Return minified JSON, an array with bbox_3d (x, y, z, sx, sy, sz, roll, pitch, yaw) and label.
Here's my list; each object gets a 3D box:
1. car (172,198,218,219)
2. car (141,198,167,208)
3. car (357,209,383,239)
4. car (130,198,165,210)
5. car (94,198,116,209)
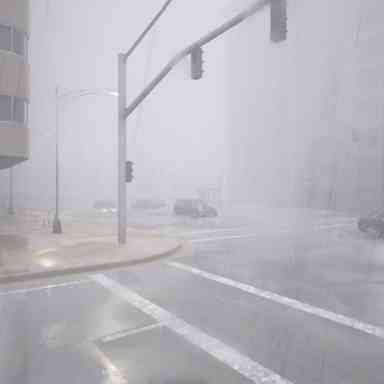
[{"bbox_3d":[0.198,1.352,28.870,2.097,1.767,4.553,0,0,-36],"label":"car"},{"bbox_3d":[-5.708,1.563,49.159,1.994,1.385,4.181,0,0,-36],"label":"car"},{"bbox_3d":[10.177,1.505,15.194,1.837,1.490,4.892,0,0,-36],"label":"car"},{"bbox_3d":[-6.227,1.547,43.940,2.033,1.411,5.357,0,0,-36],"label":"car"},{"bbox_3d":[-11.966,1.564,45.663,1.994,1.385,4.181,0,0,-36],"label":"car"}]
